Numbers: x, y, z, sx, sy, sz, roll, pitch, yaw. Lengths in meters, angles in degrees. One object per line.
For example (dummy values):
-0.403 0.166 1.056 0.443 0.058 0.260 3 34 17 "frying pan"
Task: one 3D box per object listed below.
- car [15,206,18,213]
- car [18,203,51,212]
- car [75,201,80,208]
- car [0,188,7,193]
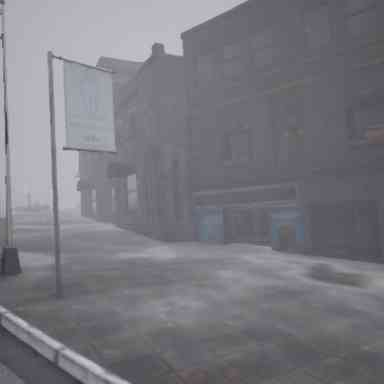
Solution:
-26.631 2.461 54.011 1.882 1.535 5.008 -4 -1 7 "car"
-23.571 2.319 50.611 1.895 1.301 4.718 -4 -1 9 "car"
-21.134 2.375 65.190 1.812 1.442 4.674 -4 -2 11 "car"
-48.133 -0.118 82.111 2.185 1.767 4.553 -4 -3 1 "car"
